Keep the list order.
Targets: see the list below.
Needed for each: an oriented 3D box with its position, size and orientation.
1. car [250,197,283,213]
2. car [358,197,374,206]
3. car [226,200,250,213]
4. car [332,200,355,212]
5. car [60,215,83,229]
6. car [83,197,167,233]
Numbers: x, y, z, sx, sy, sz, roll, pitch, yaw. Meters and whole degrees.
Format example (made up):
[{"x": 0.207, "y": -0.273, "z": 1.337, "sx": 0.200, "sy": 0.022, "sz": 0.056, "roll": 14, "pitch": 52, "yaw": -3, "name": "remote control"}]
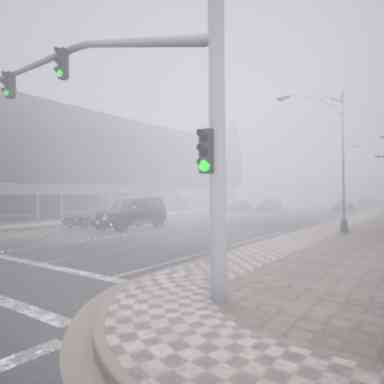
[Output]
[{"x": 9.324, "y": 1.553, "z": 40.288, "sx": 2.097, "sy": 1.767, "sz": 4.553, "roll": -1, "pitch": 0, "yaw": 36, "name": "car"}, {"x": 29.476, "y": 1.590, "z": 56.208, "sx": 1.882, "sy": 1.535, "sz": 5.008, "roll": -1, "pitch": -1, "yaw": 36, "name": "car"}, {"x": 5.655, "y": 1.723, "z": 41.188, "sx": 1.882, "sy": 1.535, "sz": 5.008, "roll": -1, "pitch": -1, "yaw": 36, "name": "car"}, {"x": 18.831, "y": 1.676, "z": 41.393, "sx": 1.994, "sy": 1.385, "sz": 4.181, "roll": -1, "pitch": -1, "yaw": 36, "name": "car"}, {"x": -6.869, "y": 1.846, "z": 23.792, "sx": 1.895, "sy": 1.301, "sz": 4.718, "roll": -1, "pitch": -1, "yaw": 36, "name": "car"}, {"x": -3.966, "y": 1.416, "z": 21.841, "sx": 2.150, "sy": 2.045, "sz": 5.566, "roll": -1, "pitch": 0, "yaw": 36, "name": "car"}]
